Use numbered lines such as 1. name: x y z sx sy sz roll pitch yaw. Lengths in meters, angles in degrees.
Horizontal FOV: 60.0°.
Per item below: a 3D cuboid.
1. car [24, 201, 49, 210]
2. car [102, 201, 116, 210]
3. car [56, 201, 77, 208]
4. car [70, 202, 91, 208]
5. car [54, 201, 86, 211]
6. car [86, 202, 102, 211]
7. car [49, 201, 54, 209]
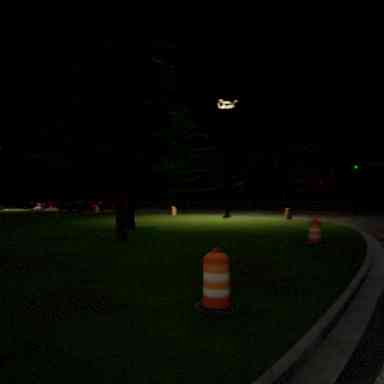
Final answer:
1. car: -30.333 2.598 63.865 4.902 1.511 2.128 -1 -1 35
2. car: -17.538 2.629 63.532 4.902 1.511 2.128 -1 -1 35
3. car: -26.328 2.685 69.606 4.181 1.385 1.994 -1 -1 35
4. car: -24.350 2.758 72.493 4.718 1.301 1.895 -1 -1 35
5. car: -21.120 2.562 57.490 4.902 1.511 2.128 -1 -1 36
6. car: -19.103 2.605 60.351 4.892 1.490 1.837 -1 -1 35
7. car: -28.331 2.581 66.736 5.008 1.535 1.882 -1 -1 35
